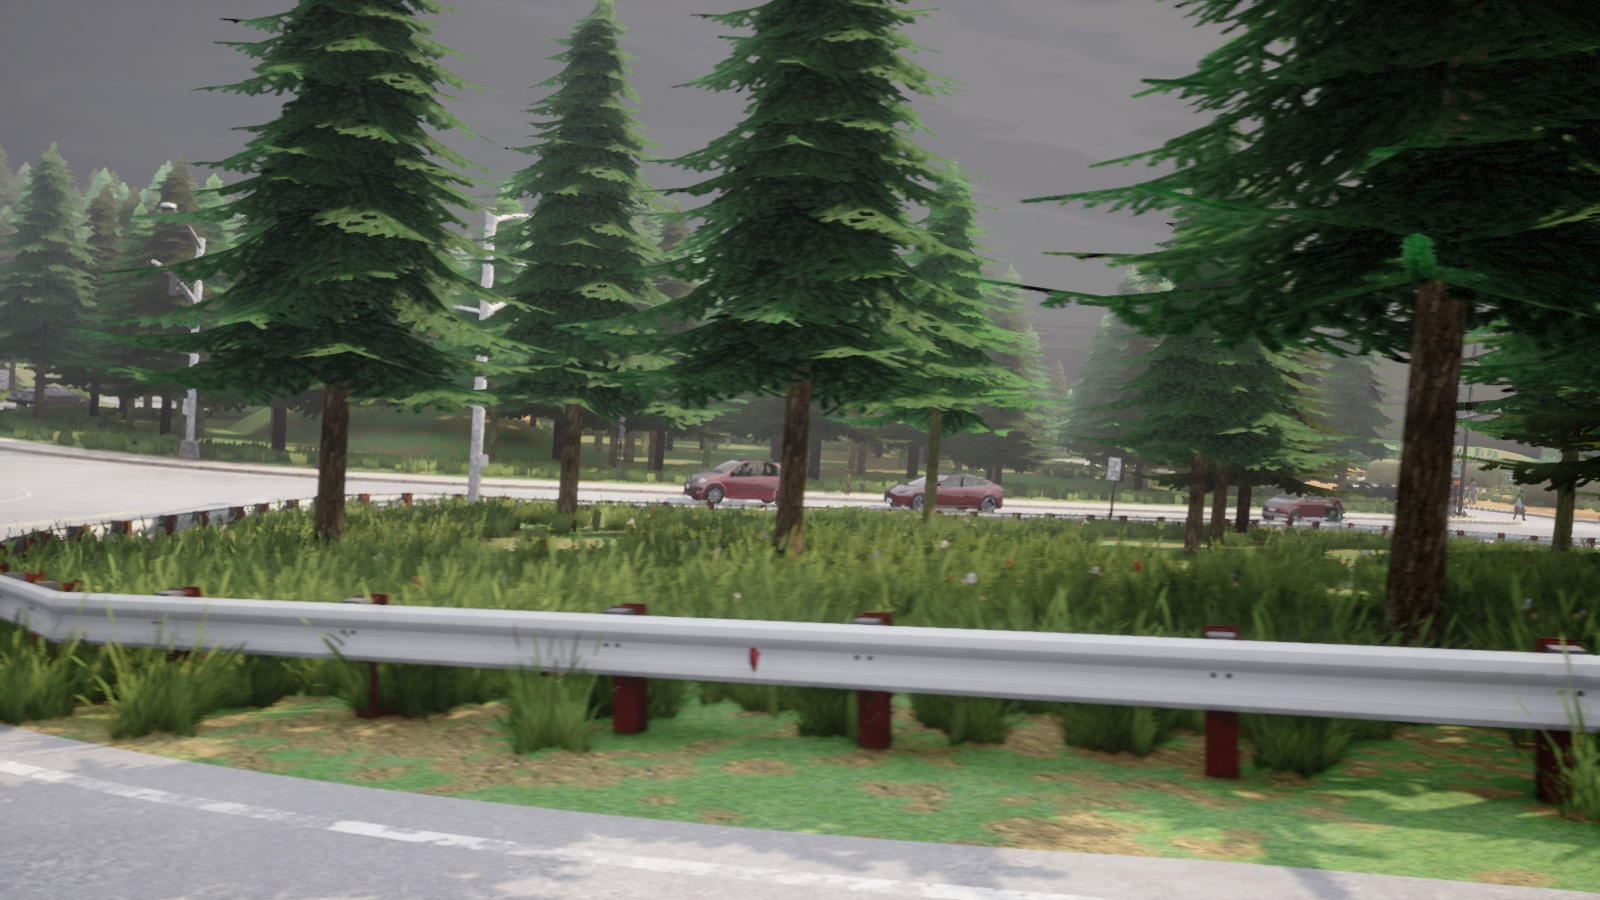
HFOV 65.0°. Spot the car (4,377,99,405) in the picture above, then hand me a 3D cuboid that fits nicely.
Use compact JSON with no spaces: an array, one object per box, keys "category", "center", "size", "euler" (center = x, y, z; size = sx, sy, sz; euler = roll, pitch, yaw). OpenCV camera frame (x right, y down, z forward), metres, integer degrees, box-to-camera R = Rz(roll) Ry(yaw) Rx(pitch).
[{"category":"car","center":[-46.411,-3.635,78.020],"size":[2.033,1.411,5.357],"euler":[5,2,10]}]

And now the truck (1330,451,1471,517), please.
[{"category":"truck","center":[39.038,2.161,82.002],"size":[2.891,3.462,7.936],"euler":[4,2,-26]}]

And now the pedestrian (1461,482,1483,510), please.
[{"category":"pedestrian","center":[46.659,3.207,87.157],"size":[0.874,1.855,0.900],"euler":[3,3,-38]}]

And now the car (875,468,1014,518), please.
[{"category":"car","center":[5.552,1.649,48.249],"size":[4.792,1.488,2.163],"euler":[4,2,-25]}]

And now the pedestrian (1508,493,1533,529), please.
[{"category":"pedestrian","center":[41.510,3.499,72.376],"size":[0.873,1.952,0.659],"euler":[4,2,-18]}]

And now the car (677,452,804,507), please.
[{"category":"car","center":[-2.114,1.056,44.698],"size":[3.988,1.617,1.851],"euler":[4,2,-25]}]

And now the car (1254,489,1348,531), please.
[{"category":"car","center":[22.547,2.703,56.531],"size":[3.705,1.549,1.789],"euler":[4,2,-27]}]
